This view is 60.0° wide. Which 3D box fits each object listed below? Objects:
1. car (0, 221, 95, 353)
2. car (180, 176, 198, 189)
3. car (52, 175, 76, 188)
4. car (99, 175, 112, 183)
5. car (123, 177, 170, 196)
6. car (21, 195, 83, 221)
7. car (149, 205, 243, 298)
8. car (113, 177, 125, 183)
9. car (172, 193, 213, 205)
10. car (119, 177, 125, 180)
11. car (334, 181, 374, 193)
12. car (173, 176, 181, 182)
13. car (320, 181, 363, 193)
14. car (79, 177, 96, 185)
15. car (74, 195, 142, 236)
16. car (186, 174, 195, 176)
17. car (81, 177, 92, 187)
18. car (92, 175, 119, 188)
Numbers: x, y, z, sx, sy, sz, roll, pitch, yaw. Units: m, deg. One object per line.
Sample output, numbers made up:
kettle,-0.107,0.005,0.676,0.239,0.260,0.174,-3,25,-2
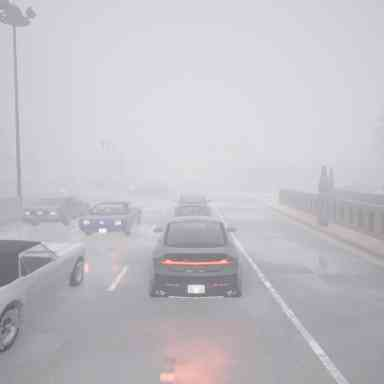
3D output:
car,-3.422,1.506,5.934,1.895,1.301,4.718,0,2,0
car,-0.185,-1.248,51.805,2.128,1.511,4.902,-1,4,-6
car,-21.326,-1.753,55.703,2.150,2.045,5.566,0,3,0
car,-21.378,-3.219,82.098,2.097,1.767,4.553,0,3,0
car,-4.797,-0.428,35.955,4.553,1.767,2.097,-1,4,-22
car,-6.970,0.867,17.693,2.033,1.411,5.357,0,3,0
car,0.070,1.337,8.152,1.837,1.490,4.892,0,2,0
car,-17.877,-3.005,81.842,1.994,1.385,4.181,0,3,0
car,0.033,0.837,17.532,1.837,1.490,4.892,0,3,-1
car,-14.310,-2.359,67.897,2.097,1.767,4.553,0,3,0
car,18.455,-0.475,38.794,5.008,1.535,1.882,-1,3,2
car,-3.908,-3.436,88.413,1.812,1.442,4.674,0,3,0
car,18.947,-0.639,42.276,4.674,1.442,1.812,0,3,2
car,-21.312,-2.256,68.229,1.882,1.535,5.008,0,3,0
car,-3.458,1.077,15.061,1.895,1.301,4.718,0,3,0
car,-0.402,-3.673,87.193,2.150,2.045,5.566,0,3,0
car,-17.825,-1.638,59.181,2.033,1.411,5.357,0,3,0
car,-14.328,-1.727,55.262,2.150,2.045,5.566,0,3,0
